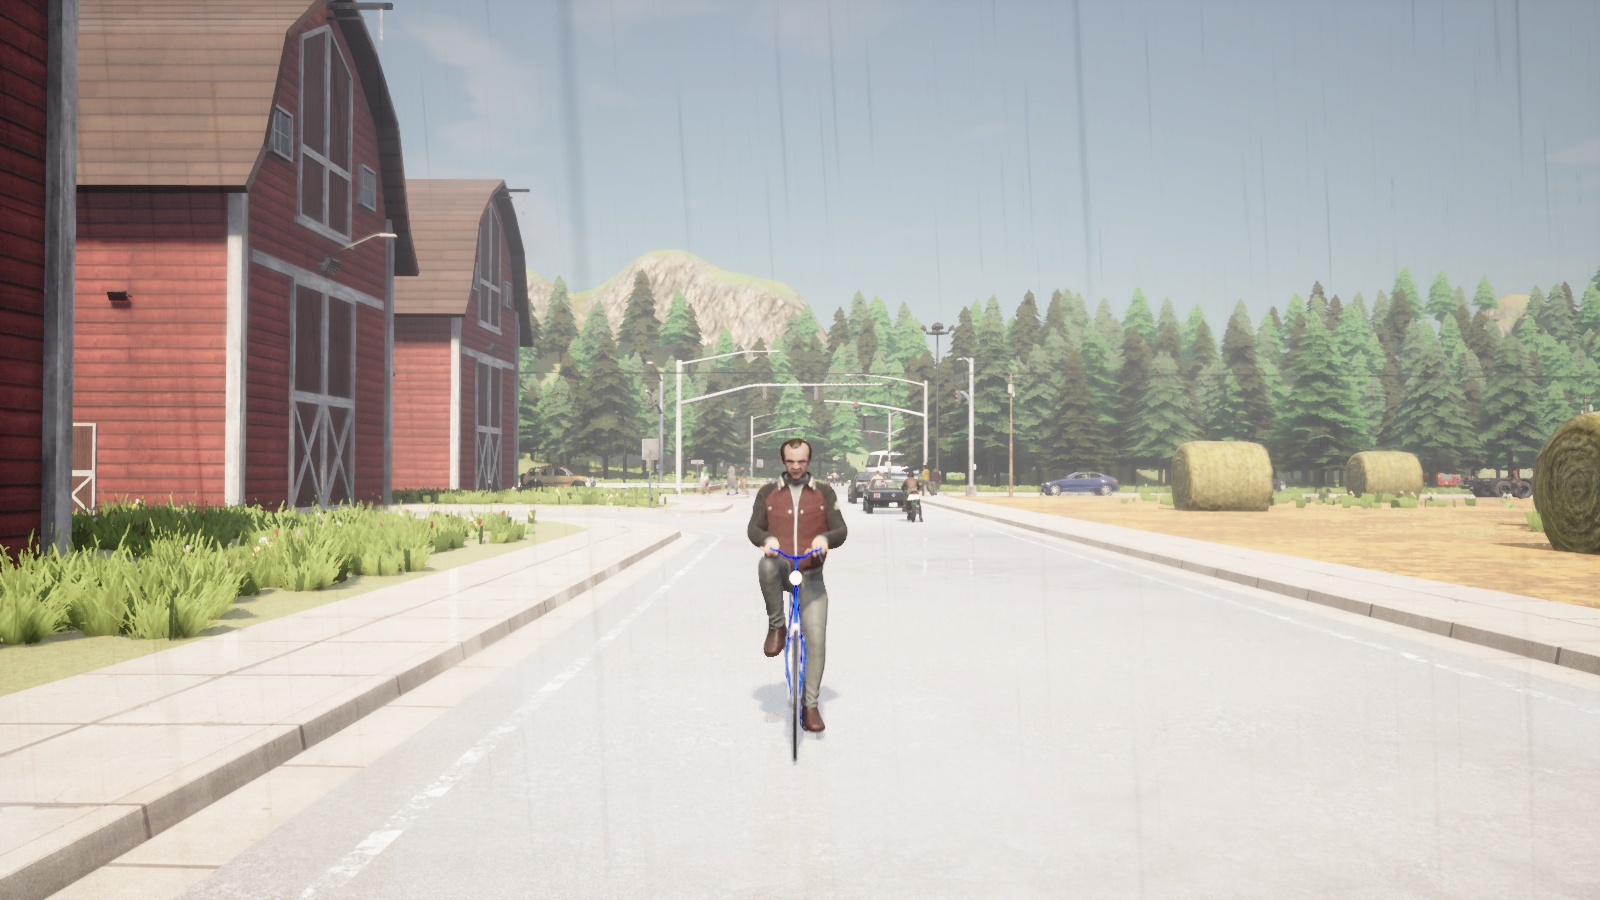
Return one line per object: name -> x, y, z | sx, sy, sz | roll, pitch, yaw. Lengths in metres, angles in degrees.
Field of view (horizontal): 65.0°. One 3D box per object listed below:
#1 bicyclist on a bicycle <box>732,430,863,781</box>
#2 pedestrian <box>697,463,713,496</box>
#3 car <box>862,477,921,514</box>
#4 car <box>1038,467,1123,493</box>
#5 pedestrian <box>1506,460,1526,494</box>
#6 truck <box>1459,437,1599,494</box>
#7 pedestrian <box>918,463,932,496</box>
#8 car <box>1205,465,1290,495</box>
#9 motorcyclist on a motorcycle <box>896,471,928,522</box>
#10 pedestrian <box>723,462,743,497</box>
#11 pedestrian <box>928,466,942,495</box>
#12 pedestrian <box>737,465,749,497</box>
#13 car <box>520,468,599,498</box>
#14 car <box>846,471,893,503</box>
bicyclist on a bicycle -> -0.018, 0.808, 7.306 | 0.659, 1.776, 1.843 | 0, -1, 0
pedestrian -> -5.633, 1.739, 74.332 | 0.873, 1.952, 0.659 | 0, -1, 5
car -> 3.386, 1.696, 47.437 | 1.895, 1.301, 4.718 | 0, -1, 0
car -> 18.268, 1.919, 81.906 | 5.027, 1.651, 2.152 | 0, -1, 1
pedestrian -> 37.767, 1.425, 66.225 | 0.869, 1.805, 0.328 | -1, -1, 26
truck -> 45.701, 0.983, 77.990 | 7.936, 3.462, 2.891 | 0, -1, 1
pedestrian -> 7.046, 1.631, 70.613 | 0.431, 1.840, 0.709 | 0, -1, -35
car -> 27.841, 1.858, 78.257 | 4.605, 1.855, 1.932 | 0, -1, 1
motorcyclist on a motorcycle -> 3.412, 1.405, 38.440 | 0.797, 1.523, 2.044 | 0, -1, 0
pedestrian -> -3.787, 1.674, 70.822 | 0.659, 1.952, 0.873 | -1, -1, 44
pedestrian -> 8.500, 1.921, 78.941 | 0.634, 1.844, 0.899 | 0, -1, -9
pedestrian -> -3.356, 1.837, 74.183 | 0.694, 1.848, 0.540 | 0, -1, -4
car -> -15.095, 2.041, 78.929 | 4.605, 1.855, 1.932 | 0, -1, 1
car -> 3.355, 1.770, 61.217 | 2.007, 1.525, 4.514 | 0, -1, 0
